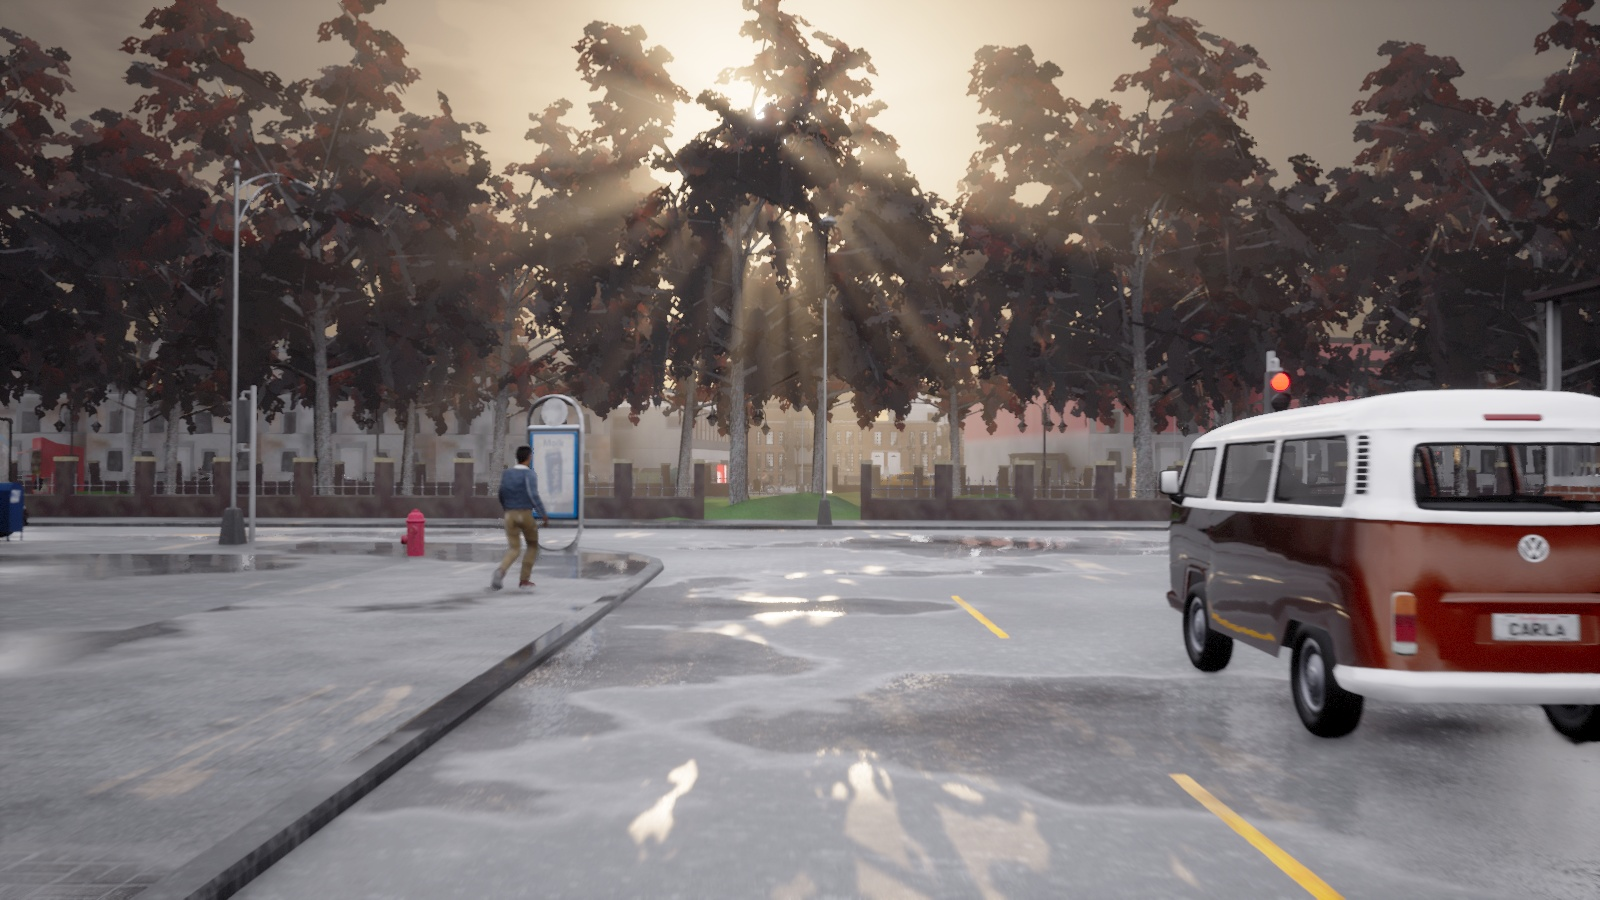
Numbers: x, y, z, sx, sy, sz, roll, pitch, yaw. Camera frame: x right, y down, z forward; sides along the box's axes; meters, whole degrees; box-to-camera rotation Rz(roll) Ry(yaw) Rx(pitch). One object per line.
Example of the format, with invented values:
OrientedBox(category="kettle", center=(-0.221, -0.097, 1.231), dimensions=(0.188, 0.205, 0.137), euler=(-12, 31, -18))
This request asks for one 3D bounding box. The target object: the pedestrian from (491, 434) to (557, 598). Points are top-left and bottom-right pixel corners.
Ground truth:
OrientedBox(category="pedestrian", center=(-3.386, 0.796, 15.428), dimensions=(0.423, 1.949, 0.788), euler=(-1, -1, 22))

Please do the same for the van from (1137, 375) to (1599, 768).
OrientedBox(category="van", center=(3.923, 0.669, 8.775), dimensions=(2.069, 2.038, 4.480), euler=(0, -1, 2))

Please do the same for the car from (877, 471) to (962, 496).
OrientedBox(category="car", center=(7.277, 2.051, 76.941), dimensions=(5.008, 1.535, 1.882), euler=(0, -1, 0))
